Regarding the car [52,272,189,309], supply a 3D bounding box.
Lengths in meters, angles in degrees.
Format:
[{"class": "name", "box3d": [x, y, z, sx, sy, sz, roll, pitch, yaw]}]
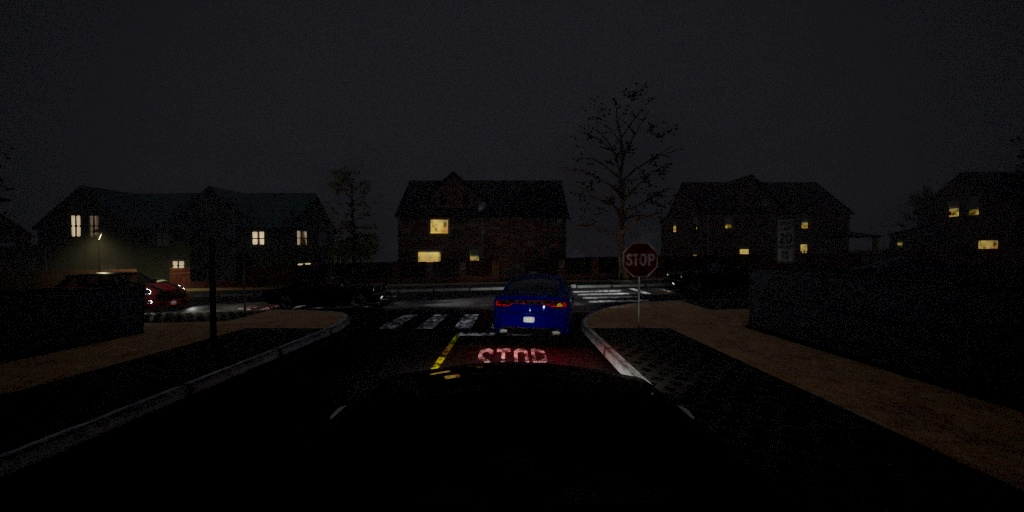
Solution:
[{"class": "car", "box3d": [-16.796, 1.472, 15.402, 4.553, 1.767, 2.097, -1, 1, 0]}]

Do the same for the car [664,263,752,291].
[{"class": "car", "box3d": [10.414, 1.034, 18.331, 4.718, 1.301, 1.895, -1, 1, -1]}]

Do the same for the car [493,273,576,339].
[{"class": "car", "box3d": [0.788, 1.226, 10.198, 1.882, 1.535, 5.008, 0, 0, 10]}]

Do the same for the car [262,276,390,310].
[{"class": "car", "box3d": [-7.808, 1.506, 15.408, 4.718, 1.301, 1.895, -1, 1, 0]}]

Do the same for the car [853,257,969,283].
[{"class": "car", "box3d": [20.060, 0.753, 18.365, 5.357, 1.411, 2.033, -1, 1, 0]}]
